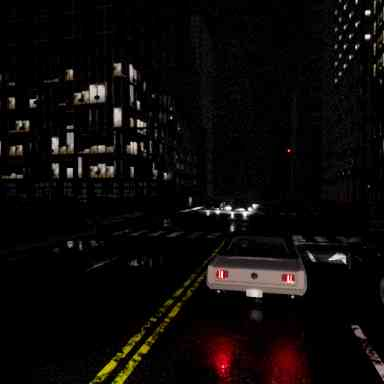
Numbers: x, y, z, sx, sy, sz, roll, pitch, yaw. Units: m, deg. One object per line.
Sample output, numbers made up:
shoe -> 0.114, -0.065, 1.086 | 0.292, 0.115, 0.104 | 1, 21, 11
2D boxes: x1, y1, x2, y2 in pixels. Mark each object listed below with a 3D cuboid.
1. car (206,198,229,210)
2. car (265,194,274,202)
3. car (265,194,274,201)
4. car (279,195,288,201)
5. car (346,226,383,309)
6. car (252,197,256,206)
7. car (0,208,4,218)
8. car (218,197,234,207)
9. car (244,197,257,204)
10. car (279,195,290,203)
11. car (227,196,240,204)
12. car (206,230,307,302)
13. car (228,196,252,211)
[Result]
car -> 3.151, 1.524, 43.182 | 2.033, 1.411, 5.357 | 0, 0, 13
car -> 16.459, 1.530, 70.823 | 1.895, 1.301, 4.718 | 0, 0, 13
car -> 18.750, 1.286, 80.526 | 2.128, 1.511, 4.902 | 0, 0, 13
car -> 21.920, 1.355, 79.808 | 1.895, 1.301, 4.718 | 0, 0, 13
car -> 4.838, 1.501, 7.449 | 1.837, 1.490, 4.892 | 0, 0, 13
car -> 8.043, 1.460, 49.739 | 2.128, 1.511, 4.902 | 0, 0, 13
car -> -17.310, 1.434, 26.693 | 4.313, 1.339, 1.947 | 1, 1, 14
car -> 5.485, 1.567, 53.048 | 1.895, 1.301, 4.718 | 0, 0, 13
car -> 10.852, 1.556, 61.471 | 1.895, 1.301, 4.718 | 0, 0, 14
car -> 19.520, 1.474, 69.640 | 2.033, 1.411, 5.357 | 0, 0, 13
car -> 7.923, 1.460, 63.175 | 1.837, 1.490, 4.892 | 0, 0, 14
car -> 1.709, 1.597, 8.353 | 1.895, 1.301, 4.718 | 0, 0, 14
car -> 5.918, 1.503, 40.739 | 1.812, 1.442, 4.674 | 0, 0, 13
